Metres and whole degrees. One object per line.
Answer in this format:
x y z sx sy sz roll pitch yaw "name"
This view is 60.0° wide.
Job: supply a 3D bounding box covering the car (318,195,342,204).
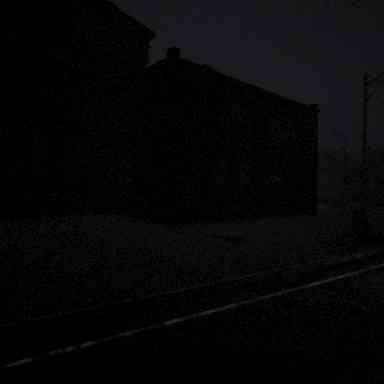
23.664 1.295 56.663 2.128 1.511 4.902 1 0 -17 "car"
